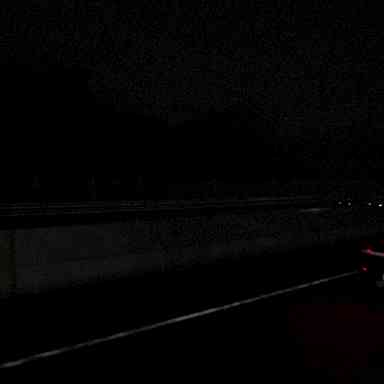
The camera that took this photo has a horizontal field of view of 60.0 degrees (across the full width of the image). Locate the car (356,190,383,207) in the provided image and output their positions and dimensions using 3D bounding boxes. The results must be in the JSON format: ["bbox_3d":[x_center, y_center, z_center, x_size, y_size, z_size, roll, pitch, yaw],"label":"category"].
[{"bbox_3d":[20.041,0.798,34.732,5.566,2.045,2.150,-2,1,-34],"label":"car"}]

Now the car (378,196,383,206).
[{"bbox_3d":[18.989,1.217,29.818,4.181,1.385,1.994,-1,1,-34],"label":"car"}]

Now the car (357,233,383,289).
[{"bbox_3d":[5.850,1.454,7.848,4.902,1.511,2.128,0,0,-35],"label":"car"}]

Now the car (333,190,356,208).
[{"bbox_3d":[18.532,0.785,37.930,5.566,2.045,2.150,-2,1,-33],"label":"car"}]
